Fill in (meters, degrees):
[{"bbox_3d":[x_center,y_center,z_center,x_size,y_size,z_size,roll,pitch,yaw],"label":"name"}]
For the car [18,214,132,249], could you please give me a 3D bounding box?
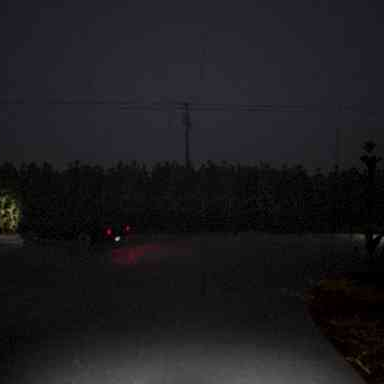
[{"bbox_3d":[-5.078,1.578,14.248,4.718,1.301,1.895,0,0,22],"label":"car"}]
